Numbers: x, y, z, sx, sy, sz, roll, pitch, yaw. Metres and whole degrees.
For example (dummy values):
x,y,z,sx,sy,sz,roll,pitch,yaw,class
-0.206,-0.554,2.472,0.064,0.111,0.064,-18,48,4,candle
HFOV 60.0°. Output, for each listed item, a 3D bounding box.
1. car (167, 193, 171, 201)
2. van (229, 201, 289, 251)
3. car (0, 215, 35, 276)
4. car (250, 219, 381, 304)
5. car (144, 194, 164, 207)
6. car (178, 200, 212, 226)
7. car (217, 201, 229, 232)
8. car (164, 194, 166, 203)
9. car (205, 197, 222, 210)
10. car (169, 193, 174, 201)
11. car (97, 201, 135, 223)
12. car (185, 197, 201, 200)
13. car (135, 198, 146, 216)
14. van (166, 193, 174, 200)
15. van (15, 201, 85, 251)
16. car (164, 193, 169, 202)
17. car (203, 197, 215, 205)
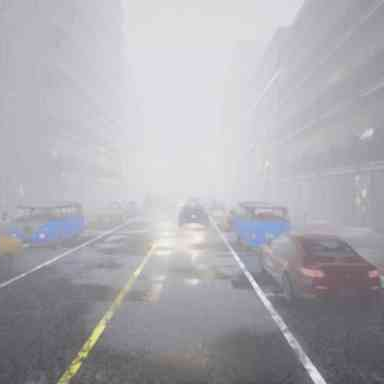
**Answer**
x,y,z,sx,sy,sz,roll,pitch,yaw,class
-5.708,1.391,64.658,1.802,1.307,4.206,0,0,0,car
2.691,1.287,13.446,1.690,1.788,3.998,0,0,0,van
-5.689,1.494,7.589,1.752,1.417,4.829,0,0,0,car
2.691,1.550,7.759,1.802,1.307,4.206,0,0,0,car
-5.701,1.159,47.587,2.192,1.841,5.009,0,0,0,car
0.094,1.479,22.669,1.994,1.385,4.181,0,0,0,car
2.688,1.470,19.138,1.887,1.381,4.507,0,0,0,car
-5.704,1.356,53.109,1.752,1.417,4.829,0,0,0,car
2.682,1.457,36.209,1.802,1.307,4.206,0,0,0,car
-5.712,1.110,76.038,2.192,1.841,5.009,0,0,0,car
-5.694,1.434,24.657,1.752,1.417,4.829,0,0,0,car
0.088,1.335,42.279,1.882,1.535,5.008,0,0,0,car
-5.697,1.472,30.519,1.802,1.307,4.206,0,0,0,car
-5.715,1.125,87.420,1.690,1.788,3.998,0,0,0,van
-5.689,1.287,13.446,1.690,1.788,3.998,0,0,0,van
-5.706,1.384,58.970,1.947,1.339,4.313,0,0,0,car
2.676,1.412,53.280,1.802,1.307,4.206,0,0,0,car
